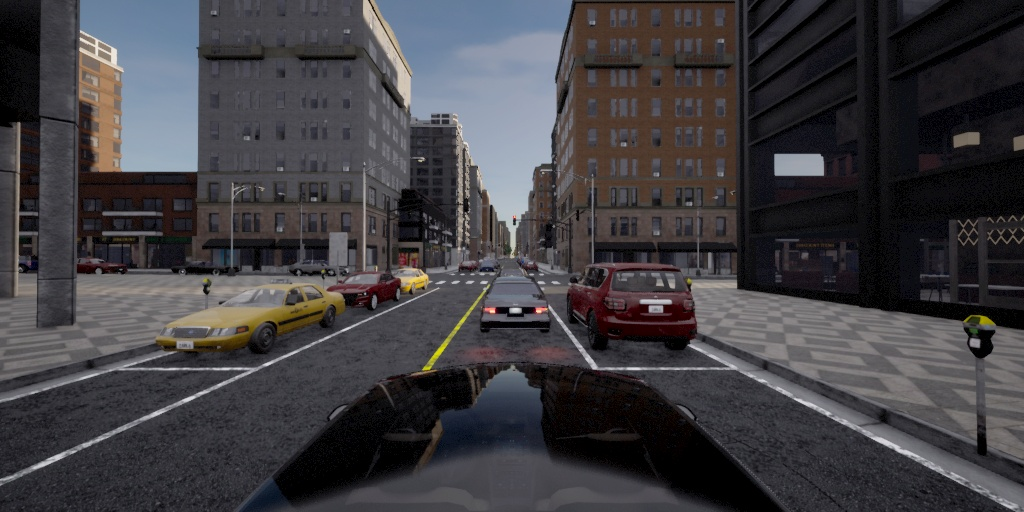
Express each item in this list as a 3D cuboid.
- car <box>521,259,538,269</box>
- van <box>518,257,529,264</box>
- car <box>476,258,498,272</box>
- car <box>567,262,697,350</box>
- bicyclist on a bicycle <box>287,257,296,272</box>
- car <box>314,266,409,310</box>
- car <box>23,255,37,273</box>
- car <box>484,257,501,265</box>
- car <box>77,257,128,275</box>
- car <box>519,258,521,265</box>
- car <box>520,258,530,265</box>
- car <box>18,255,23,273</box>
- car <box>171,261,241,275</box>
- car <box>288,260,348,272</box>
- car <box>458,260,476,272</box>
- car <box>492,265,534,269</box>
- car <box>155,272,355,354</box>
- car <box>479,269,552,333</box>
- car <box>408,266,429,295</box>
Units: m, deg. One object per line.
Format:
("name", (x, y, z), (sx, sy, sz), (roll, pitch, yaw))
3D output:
("car", (2.545, 1.343, 47.293), (1.802, 1.307, 4.207), (0, 0, 0))
("van", (2.498, 1.108, 64.314), (1.690, 1.789, 3.998), (0, 0, 0))
("car", (-3.246, 1.308, 46.719), (2.033, 1.411, 5.357), (0, 0, -4))
("car", (2.650, 1.066, 9.025), (2.192, 1.841, 5.009), (0, 0, 0))
("bicyclist on a bicycle", (-23.111, 0.909, 37.673), (0.582, 1.620, 1.656), (0, 0, 0))
("car", (-5.892, 1.298, 14.635), (1.888, 1.381, 4.507), (0, 0, 0))
("car", (-47.615, 0.704, 34.657), (4.553, 1.767, 2.097), (1, -1, 1))
("car", (-3.232, 1.328, 56.575), (1.994, 1.385, 4.181), (0, 0, 0))
("car", (-36.833, 0.897, 31.487), (5.008, 1.535, 1.882), (1, -1, 0))
("car", (2.513, 1.346, 58.640), (1.802, 1.307, 4.207), (0, 0, 0))
("car", (2.529, 1.344, 52.967), (1.802, 1.307, 4.207), (0, 0, 0))
("car", (-46.942, 0.831, 31.555), (4.892, 1.490, 1.837), (1, -1, 1))
("car", (-26.739, 1.112, 31.444), (4.718, 1.301, 1.895), (1, -1, 0))
("car", (-16.841, 1.092, 31.411), (4.902, 1.511, 2.128), (1, -1, 0))
("car", (-5.982, 1.306, 47.279), (1.888, 1.381, 4.507), (0, 0, 0))
("car", (0.019, 1.355, 20.483), (1.895, 1.301, 4.718), (0, 0, 0))
("car", (-5.876, 1.277, 8.840), (1.751, 1.417, 4.829), (0, 0, 0))
("car", (0.067, 1.299, 10.757), (2.033, 1.411, 5.357), (0, 0, 0))
("car", (-5.907, 1.279, 20.090), (1.751, 1.417, 4.829), (0, 0, 0))
